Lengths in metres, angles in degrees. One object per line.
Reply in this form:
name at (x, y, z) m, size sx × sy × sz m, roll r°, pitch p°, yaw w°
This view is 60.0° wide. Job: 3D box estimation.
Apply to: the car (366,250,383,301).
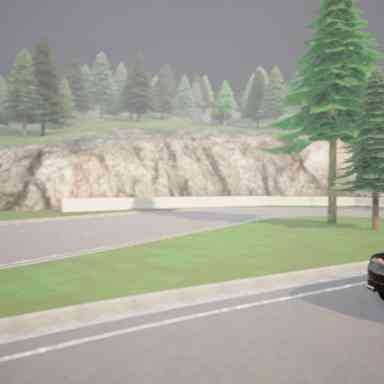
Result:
car at (5.625, 1.485, 6.672) m, size 4.902 × 1.511 × 2.128 m, roll 0°, pitch 0°, yaw -29°
